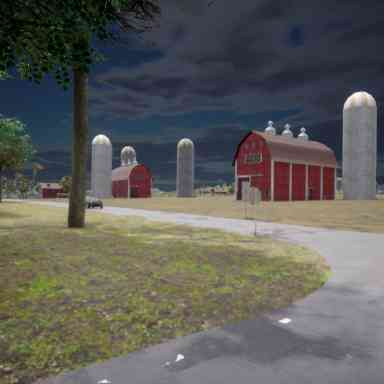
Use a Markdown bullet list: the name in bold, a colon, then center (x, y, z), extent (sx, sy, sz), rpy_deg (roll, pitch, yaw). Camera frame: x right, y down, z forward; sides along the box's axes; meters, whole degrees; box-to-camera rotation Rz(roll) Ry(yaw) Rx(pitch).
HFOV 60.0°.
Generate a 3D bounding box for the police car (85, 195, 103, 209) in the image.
- **police car**: center (-12.706, 1.234, 41.713), extent (1.930, 1.638, 5.238), rpy_deg (1, -1, -35)
